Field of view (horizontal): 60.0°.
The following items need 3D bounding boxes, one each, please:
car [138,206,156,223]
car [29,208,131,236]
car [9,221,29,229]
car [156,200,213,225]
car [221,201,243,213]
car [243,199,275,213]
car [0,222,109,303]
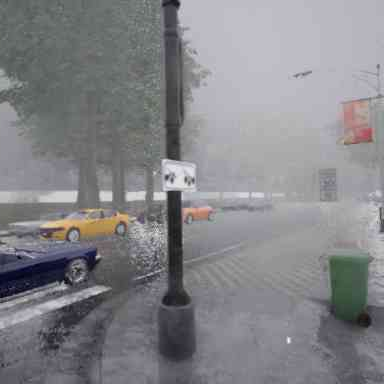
[{"bbox_3d":[-2.573,1.780,27.525,1.994,1.385,4.181,-2,-1,33],"label":"car"},{"bbox_3d":[-5.362,1.630,17.224,1.882,1.535,5.008,-2,-1,33],"label":"car"},{"bbox_3d":[-7.953,1.868,19.192,1.895,1.301,4.718,-2,-1,33],"label":"car"},{"bbox_3d":[-0.250,1.457,25.168,2.097,1.767,4.553,-2,-1,33],"label":"car"},{"bbox_3d":[5.264,1.755,39.645,1.895,1.301,4.718,-2,-1,33],"label":"car"},{"bbox_3d":[7.945,1.543,37.816,1.837,1.490,4.892,-2,-1,33],"label":"car"},{"bbox_3d":[-4.210,1.632,6.809,1.895,1.301,4.718,-2,1,33],"label":"car"}]
